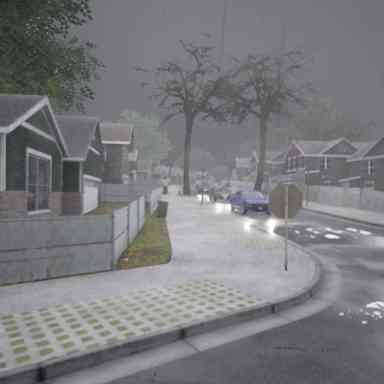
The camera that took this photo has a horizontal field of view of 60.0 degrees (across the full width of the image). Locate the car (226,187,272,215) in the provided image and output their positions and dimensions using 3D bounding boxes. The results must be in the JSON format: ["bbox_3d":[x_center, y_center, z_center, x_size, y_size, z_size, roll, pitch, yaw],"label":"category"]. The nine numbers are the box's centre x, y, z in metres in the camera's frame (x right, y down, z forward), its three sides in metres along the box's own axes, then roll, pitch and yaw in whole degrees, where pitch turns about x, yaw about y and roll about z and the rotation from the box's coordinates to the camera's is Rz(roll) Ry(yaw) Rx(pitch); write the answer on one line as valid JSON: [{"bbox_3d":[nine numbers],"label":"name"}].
[{"bbox_3d":[3.977,0.622,23.025,1.882,1.535,5.008,1,3,-6],"label":"car"}]

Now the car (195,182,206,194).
[{"bbox_3d":[1.520,-0.477,46.087,2.128,1.511,4.902,1,3,-6],"label":"car"}]

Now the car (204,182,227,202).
[{"bbox_3d":[2.852,0.129,33.506,2.128,1.511,4.902,1,3,-6],"label":"car"}]
